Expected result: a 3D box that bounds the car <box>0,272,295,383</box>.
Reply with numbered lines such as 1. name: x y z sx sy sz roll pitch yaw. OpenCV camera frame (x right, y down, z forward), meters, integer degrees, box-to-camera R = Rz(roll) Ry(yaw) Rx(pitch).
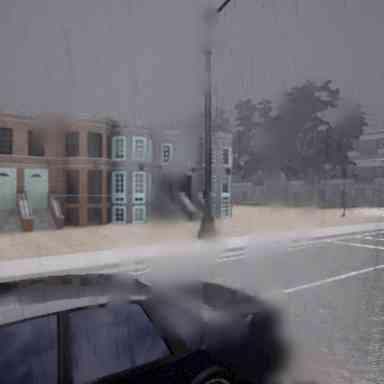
1. car: -1.426 1.548 2.889 5.357 1.411 2.033 0 0 -35
